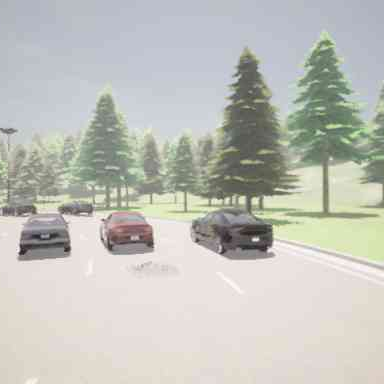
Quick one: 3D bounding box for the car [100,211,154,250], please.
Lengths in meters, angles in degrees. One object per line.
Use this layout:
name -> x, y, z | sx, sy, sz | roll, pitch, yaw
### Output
car -> -2.937, 1.565, 14.577 | 1.812, 1.442, 4.674 | 0, 0, -20

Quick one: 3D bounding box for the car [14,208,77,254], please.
car -> -6.191, 1.625, 14.089 | 2.033, 1.411, 5.357 | -1, 0, -23

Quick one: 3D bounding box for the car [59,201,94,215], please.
car -> -12.094, 1.645, 34.460 | 4.902, 1.511, 2.128 | -1, 0, 42

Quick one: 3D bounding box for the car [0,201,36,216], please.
car -> -17.929, 1.728, 34.329 | 4.892, 1.490, 1.837 | -1, -1, 37

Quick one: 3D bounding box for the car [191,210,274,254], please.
car -> 1.421, 1.464, 13.565 | 1.882, 1.535, 5.008 | 0, 0, -17
